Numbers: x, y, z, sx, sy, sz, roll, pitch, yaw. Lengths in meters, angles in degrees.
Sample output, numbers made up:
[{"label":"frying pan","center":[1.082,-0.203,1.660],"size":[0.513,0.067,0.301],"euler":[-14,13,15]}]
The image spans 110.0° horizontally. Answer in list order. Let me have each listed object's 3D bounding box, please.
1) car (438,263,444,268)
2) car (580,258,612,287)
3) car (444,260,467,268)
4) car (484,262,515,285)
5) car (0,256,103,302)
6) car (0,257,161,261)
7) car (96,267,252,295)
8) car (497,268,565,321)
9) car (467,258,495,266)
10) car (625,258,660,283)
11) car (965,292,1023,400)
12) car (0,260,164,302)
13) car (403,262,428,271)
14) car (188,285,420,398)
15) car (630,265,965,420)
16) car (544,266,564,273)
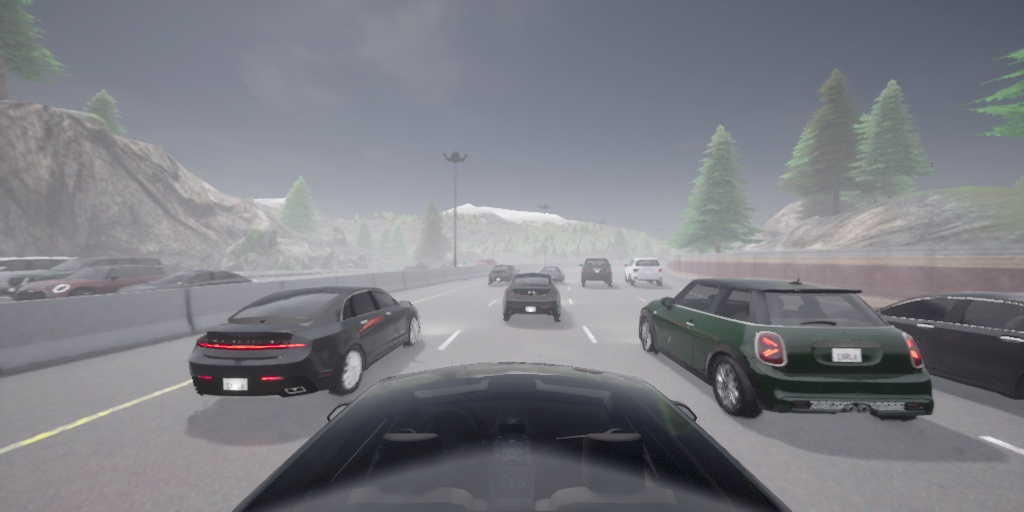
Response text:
[{"label":"car","center":[-10.055,1.506,58.295],"size":[2.097,1.767,4.553],"euler":[0,-1,22]},{"label":"car","center":[6.387,1.175,27.309],"size":[2.150,2.045,5.566],"euler":[0,0,11]},{"label":"car","center":[-7.870,1.653,54.206],"size":[1.812,1.442,4.674],"euler":[0,0,20]},{"label":"car","center":[-0.521,1.453,28.307],"size":[1.837,1.490,4.892],"euler":[0,0,11]},{"label":"car","center":[-23.666,1.039,16.874],"size":[2.150,2.045,5.566],"euler":[0,0,6]},{"label":"car","center":[-20.099,1.051,17.367],"size":[2.150,2.045,5.566],"euler":[0,0,6]},{"label":"car","center":[-13.307,1.328,14.892],"size":[1.837,1.490,4.892],"euler":[0,0,6]},{"label":"car","center":[0.769,1.341,13.015],"size":[1.837,1.490,4.892],"euler":[0,0,5]},{"label":"car","center":[-4.185,1.355,54.137],"size":[2.150,2.045,5.566],"euler":[0,-1,21]},{"label":"car","center":[9.994,1.183,27.471],"size":[2.150,2.045,5.566],"euler":[0,0,12]},{"label":"car","center":[7.265,1.296,5.468],"size":[1.837,1.490,4.892],"euler":[0,-1,2]},{"label":"car","center":[-16.813,1.169,14.855],"size":[2.097,1.767,4.553],"euler":[0,0,6]},{"label":"car","center":[-14.840,1.650,55.478],"size":[1.812,1.442,4.674],"euler":[0,0,20]},{"label":"car","center":[-3.176,1.286,6.669],"size":[1.837,1.490,4.892],"euler":[0,0,2]},{"label":"car","center":[3.808,1.142,6.119],"size":[2.097,1.767,4.553],"euler":[0,0,2]},{"label":"car","center":[3.200,1.524,28.981],"size":[1.994,1.385,4.181],"euler":[0,0,12]}]
